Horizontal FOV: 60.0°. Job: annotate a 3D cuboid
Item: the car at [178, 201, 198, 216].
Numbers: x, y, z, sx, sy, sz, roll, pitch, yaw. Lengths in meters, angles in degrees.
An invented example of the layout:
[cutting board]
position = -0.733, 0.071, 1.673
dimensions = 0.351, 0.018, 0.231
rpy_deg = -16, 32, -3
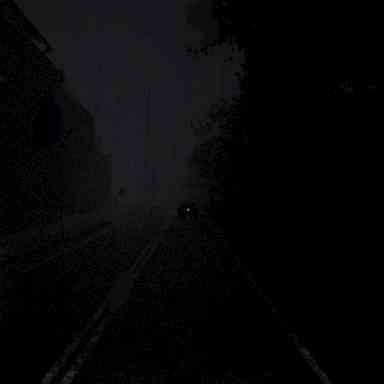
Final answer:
[car]
position = -0.414, 1.636, 33.496
dimensions = 1.994, 1.385, 4.181
rpy_deg = 0, 0, -2
